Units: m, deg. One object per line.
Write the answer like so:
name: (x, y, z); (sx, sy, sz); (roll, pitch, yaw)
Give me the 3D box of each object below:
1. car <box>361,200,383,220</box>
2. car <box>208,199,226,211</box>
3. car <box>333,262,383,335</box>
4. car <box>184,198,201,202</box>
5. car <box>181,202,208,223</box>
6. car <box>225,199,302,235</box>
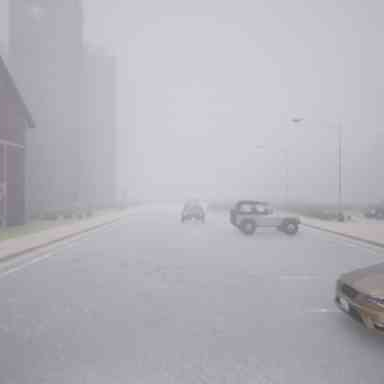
car: (17.376, 1.457, 29.011); (4.605, 1.855, 1.932); (0, 0, 1)
car: (4.197, 1.700, 43.096); (4.611, 1.667, 2.242); (0, 0, 1)
car: (4.565, 1.534, 5.406); (4.193, 1.474, 1.816); (0, 0, 1)
car: (0.079, 1.563, 41.511); (2.097, 1.767, 4.553); (0, 0, 0)
car: (0.083, 1.740, 27.207); (1.895, 1.301, 4.718); (0, 0, 0)
car: (4.068, 1.409, 18.892); (3.866, 1.878, 1.905); (0, 0, 1)
